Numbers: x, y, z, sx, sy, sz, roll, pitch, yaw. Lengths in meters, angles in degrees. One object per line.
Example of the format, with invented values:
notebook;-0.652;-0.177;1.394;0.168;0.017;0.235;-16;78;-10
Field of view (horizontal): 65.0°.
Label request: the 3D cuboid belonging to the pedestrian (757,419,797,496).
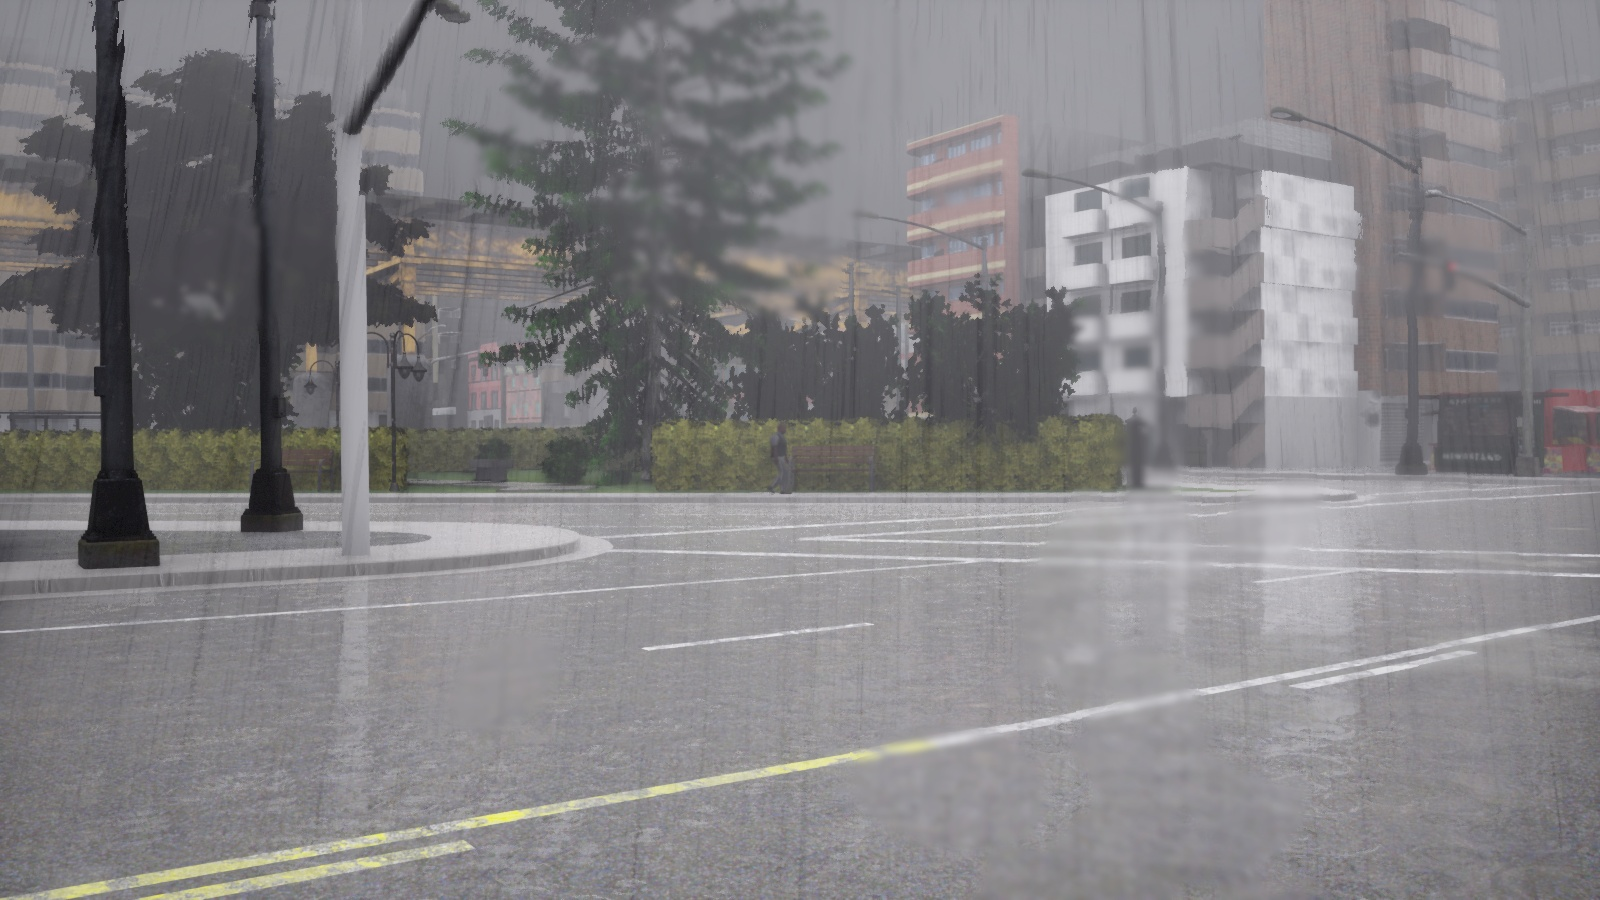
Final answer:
pedestrian;-0.559;0.189;31.086;0.849;1.883;0.563;-1;1;13
